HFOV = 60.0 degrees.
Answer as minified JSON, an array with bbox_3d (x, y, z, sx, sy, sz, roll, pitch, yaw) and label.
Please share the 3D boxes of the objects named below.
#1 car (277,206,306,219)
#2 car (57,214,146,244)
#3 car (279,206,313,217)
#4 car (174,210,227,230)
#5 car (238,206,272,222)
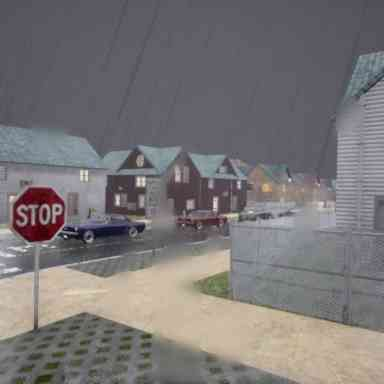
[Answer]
[{"bbox_3d":[12.155,2.434,40.440,1.994,1.385,4.181,2,0,36],"label":"car"},{"bbox_3d":[-4.711,1.842,17.554,1.895,1.301,4.718,2,0,36],"label":"car"},{"bbox_3d":[10.880,2.327,33.797,1.812,1.442,4.674,2,0,36],"label":"car"},{"bbox_3d":[0.717,2.042,24.959,1.895,1.301,4.718,2,0,36],"label":"car"},{"bbox_3d":[6.219,2.151,32.418,1.837,1.490,4.892,2,0,36],"label":"car"}]
